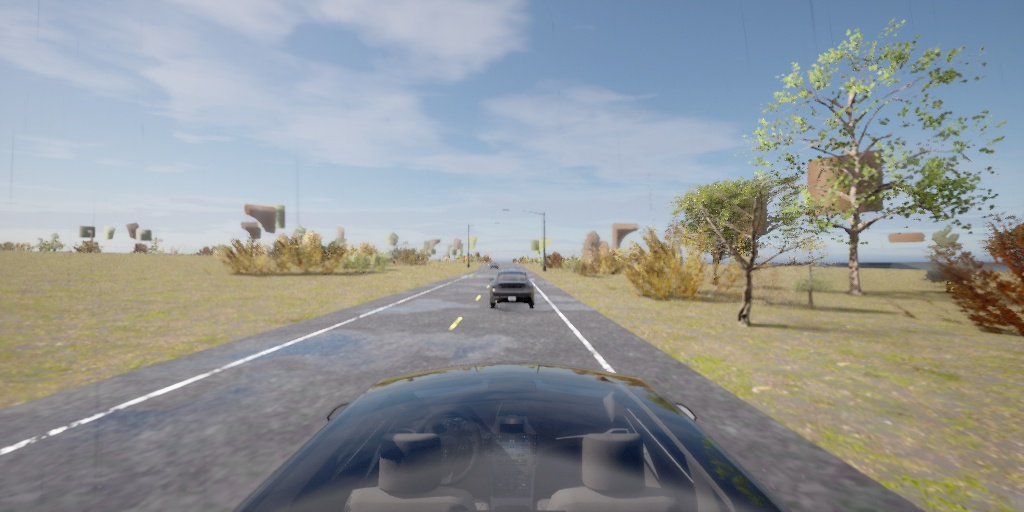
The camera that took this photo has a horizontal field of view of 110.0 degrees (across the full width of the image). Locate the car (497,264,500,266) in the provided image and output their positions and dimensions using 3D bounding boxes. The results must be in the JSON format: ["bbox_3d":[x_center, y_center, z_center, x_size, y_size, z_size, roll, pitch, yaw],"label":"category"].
[{"bbox_3d":[0.013,1.584,30.851,2.033,1.411,5.357,0,-1,0],"label":"car"}]

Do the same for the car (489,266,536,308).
[{"bbox_3d":[0.010,1.398,16.160,1.837,1.490,4.892,0,0,0],"label":"car"}]
